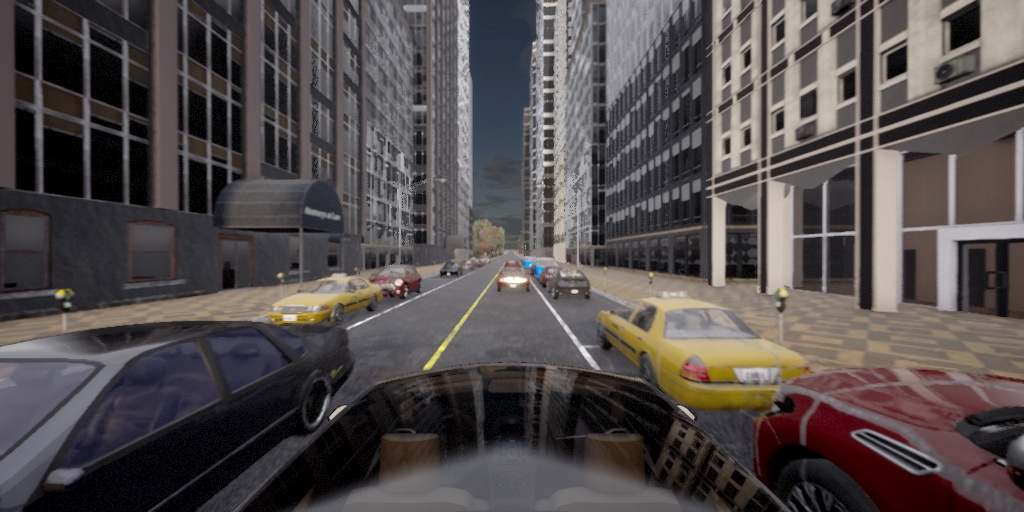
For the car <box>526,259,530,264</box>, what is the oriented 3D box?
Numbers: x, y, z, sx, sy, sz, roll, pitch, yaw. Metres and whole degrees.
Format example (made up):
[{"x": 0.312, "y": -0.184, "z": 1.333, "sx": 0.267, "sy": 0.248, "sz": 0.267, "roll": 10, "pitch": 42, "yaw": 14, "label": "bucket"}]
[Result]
[{"x": 2.649, "y": 1.229, "z": 34.583, "sx": 1.888, "sy": 1.381, "sz": 4.507, "roll": 0, "pitch": 0, "yaw": 0, "label": "car"}]

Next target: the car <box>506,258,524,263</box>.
[{"x": 0.048, "y": 1.146, "z": 41.086, "sx": 1.882, "sy": 1.535, "sz": 5.008, "roll": 0, "pitch": 0, "yaw": 0, "label": "car"}]

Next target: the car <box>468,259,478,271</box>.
[{"x": -5.747, "y": 1.240, "z": 45.970, "sx": 1.802, "sy": 1.307, "sz": 4.207, "roll": 0, "pitch": 0, "yaw": 0, "label": "car"}]

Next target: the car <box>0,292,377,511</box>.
[{"x": -3.099, "y": 1.298, "z": 2.742, "sx": 2.033, "sy": 1.411, "sz": 5.357, "roll": 0, "pitch": 0, "yaw": 0, "label": "car"}]

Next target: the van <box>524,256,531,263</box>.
[{"x": 2.626, "y": 0.979, "z": 51.678, "sx": 1.690, "sy": 1.789, "sz": 3.998, "roll": 0, "pitch": 0, "yaw": 0, "label": "van"}]

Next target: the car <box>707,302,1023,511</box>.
[{"x": 2.694, "y": 1.065, "z": 0.391, "sx": 2.192, "sy": 1.841, "sz": 5.009, "roll": 0, "pitch": 0, "yaw": 0, "label": "car"}]

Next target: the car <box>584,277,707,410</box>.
[{"x": 2.686, "y": 1.268, "z": 6.259, "sx": 1.751, "sy": 1.417, "sz": 4.829, "roll": 0, "pitch": 0, "yaw": 0, "label": "car"}]

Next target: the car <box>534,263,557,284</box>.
[{"x": 2.664, "y": 1.293, "z": 23.187, "sx": 1.802, "sy": 1.307, "sz": 4.207, "roll": 0, "pitch": 0, "yaw": 0, "label": "car"}]

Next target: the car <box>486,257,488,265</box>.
[{"x": -5.769, "y": 1.192, "z": 63.066, "sx": 1.802, "sy": 1.307, "sz": 4.207, "roll": 0, "pitch": 0, "yaw": 0, "label": "car"}]

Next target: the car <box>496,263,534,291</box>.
[{"x": 0.074, "y": 1.317, "z": 21.652, "sx": 1.895, "sy": 1.301, "sz": 4.718, "roll": 0, "pitch": 0, "yaw": 0, "label": "car"}]

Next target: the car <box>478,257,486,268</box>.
[{"x": -5.762, "y": 1.172, "z": 57.367, "sx": 1.888, "sy": 1.381, "sz": 4.507, "roll": 0, "pitch": 0, "yaw": 0, "label": "car"}]

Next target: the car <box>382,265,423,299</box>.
[{"x": -5.709, "y": 1.168, "z": 17.479, "sx": 1.967, "sy": 1.591, "sz": 4.097, "roll": 0, "pitch": 0, "yaw": 0, "label": "car"}]

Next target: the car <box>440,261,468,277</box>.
[{"x": -5.732, "y": 1.255, "z": 34.574, "sx": 1.948, "sy": 1.339, "sz": 4.313, "roll": 0, "pitch": 0, "yaw": 0, "label": "car"}]

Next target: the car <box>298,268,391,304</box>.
[{"x": -5.702, "y": 1.264, "z": 11.609, "sx": 1.751, "sy": 1.417, "sz": 4.829, "roll": 0, "pitch": 0, "yaw": 0, "label": "car"}]

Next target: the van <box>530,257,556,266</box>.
[{"x": 2.656, "y": 1.039, "z": 28.885, "sx": 1.690, "sy": 1.789, "sz": 3.998, "roll": 0, "pitch": 0, "yaw": 0, "label": "van"}]

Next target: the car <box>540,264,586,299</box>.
[{"x": 2.671, "y": 1.274, "z": 17.489, "sx": 2.007, "sy": 1.370, "sz": 4.403, "roll": 0, "pitch": 0, "yaw": 0, "label": "car"}]
